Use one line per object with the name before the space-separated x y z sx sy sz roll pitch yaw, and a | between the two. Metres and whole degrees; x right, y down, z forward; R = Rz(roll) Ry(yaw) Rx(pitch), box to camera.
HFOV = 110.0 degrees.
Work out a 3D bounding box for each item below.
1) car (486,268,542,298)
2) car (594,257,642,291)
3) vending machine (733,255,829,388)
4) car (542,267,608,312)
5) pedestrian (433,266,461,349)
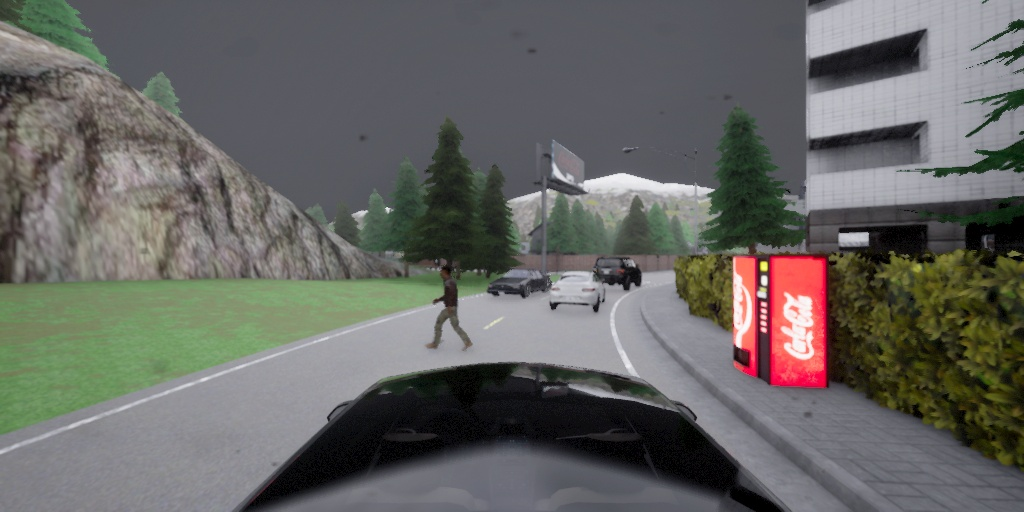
car | 0.592 1.384 19.454 2.033 1.411 5.357 0 0 24
car | 6.971 1.083 23.594 2.150 2.045 5.566 0 0 31
vending machine | 4.169 0.967 5.661 1.100 2.100 0.880 0 0 8
car | 2.772 1.341 14.754 1.812 1.442 4.674 0 0 18
pedestrian | -1.371 1.072 7.611 0.375 1.860 0.375 0 0 9
